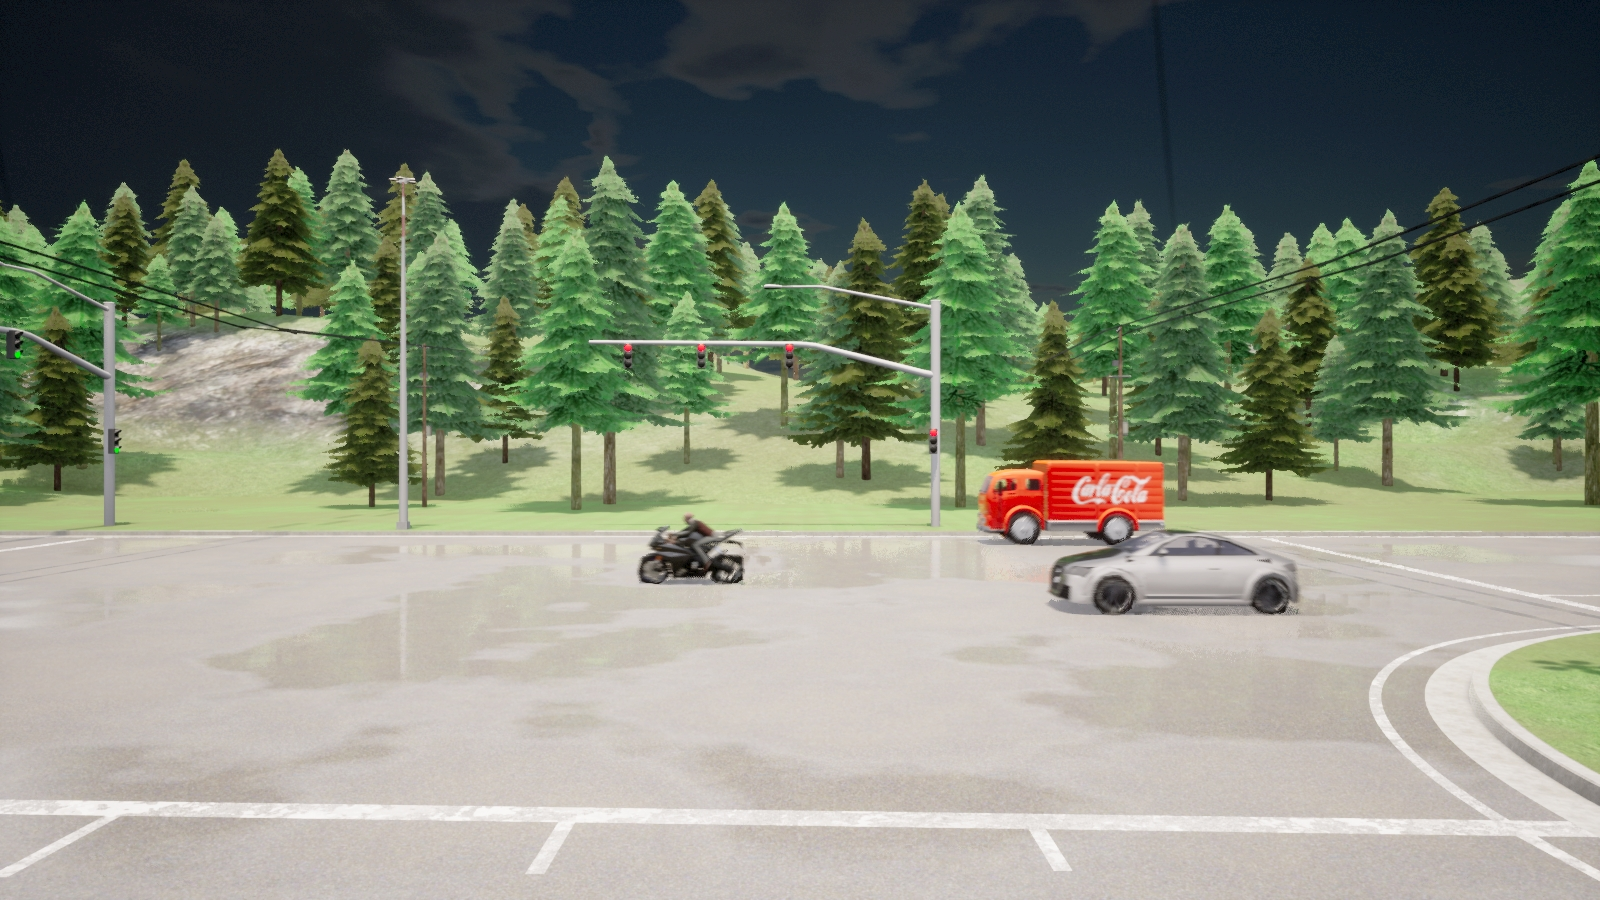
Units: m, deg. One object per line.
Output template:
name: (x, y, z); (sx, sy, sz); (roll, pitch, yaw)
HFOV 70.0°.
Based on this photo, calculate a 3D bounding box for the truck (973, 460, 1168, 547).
truck: (7.979, 1.546, 34.177); (5.204, 2.467, 2.627); (0, 0, 0)

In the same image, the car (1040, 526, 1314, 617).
car: (6.544, 2.105, 20.187); (4.181, 1.385, 1.994); (0, 0, 0)

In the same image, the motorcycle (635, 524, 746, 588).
motorcycle: (-2.253, 2.189, 23.742); (2.209, 1.251, 0.867); (0, 0, 0)
